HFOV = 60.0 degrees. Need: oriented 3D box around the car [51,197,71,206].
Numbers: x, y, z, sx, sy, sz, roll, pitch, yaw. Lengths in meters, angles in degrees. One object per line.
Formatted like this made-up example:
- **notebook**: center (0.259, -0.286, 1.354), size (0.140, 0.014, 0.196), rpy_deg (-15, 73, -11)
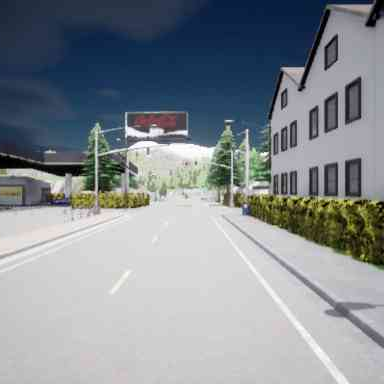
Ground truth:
- **car**: center (-22.171, 1.641, 58.170), size (4.611, 1.667, 2.242), rpy_deg (0, 0, 0)
